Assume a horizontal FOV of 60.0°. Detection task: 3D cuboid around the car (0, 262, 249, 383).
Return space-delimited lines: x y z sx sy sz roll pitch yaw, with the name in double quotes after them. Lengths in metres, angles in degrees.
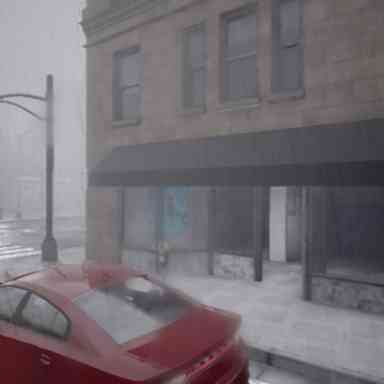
-1.544 1.571 4.051 4.507 1.381 1.887 -1 1 36 "car"
